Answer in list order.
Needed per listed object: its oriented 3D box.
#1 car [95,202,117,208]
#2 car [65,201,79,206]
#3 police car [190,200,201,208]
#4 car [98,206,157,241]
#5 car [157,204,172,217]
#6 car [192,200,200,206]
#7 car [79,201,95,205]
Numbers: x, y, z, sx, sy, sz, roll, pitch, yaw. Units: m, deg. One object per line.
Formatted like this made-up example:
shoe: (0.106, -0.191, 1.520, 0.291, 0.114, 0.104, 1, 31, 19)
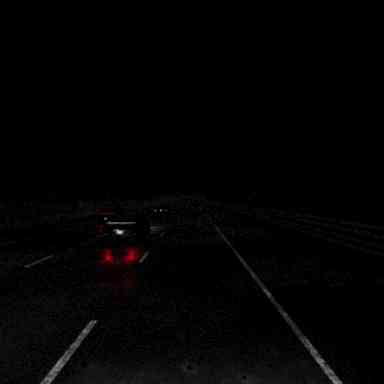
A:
car: (-6.916, 1.934, 29.406, 1.837, 1.490, 4.892, 0, -1, 0)
car: (-24.534, 2.674, 68.572, 1.812, 1.442, 4.674, 0, -1, 0)
police car: (1.012, 2.754, 75.123, 1.930, 1.638, 5.238, 0, -1, 0)
car: (-3.409, 1.730, 18.118, 2.128, 1.511, 4.902, 0, -1, 0)
car: (-3.422, 2.144, 39.045, 2.033, 1.411, 5.357, 0, -1, 0)
car: (1.003, 3.030, 90.983, 2.097, 1.767, 4.553, 0, -1, 0)
car: (-21.034, 2.627, 68.575, 1.882, 1.535, 5.008, 0, -1, 0)
